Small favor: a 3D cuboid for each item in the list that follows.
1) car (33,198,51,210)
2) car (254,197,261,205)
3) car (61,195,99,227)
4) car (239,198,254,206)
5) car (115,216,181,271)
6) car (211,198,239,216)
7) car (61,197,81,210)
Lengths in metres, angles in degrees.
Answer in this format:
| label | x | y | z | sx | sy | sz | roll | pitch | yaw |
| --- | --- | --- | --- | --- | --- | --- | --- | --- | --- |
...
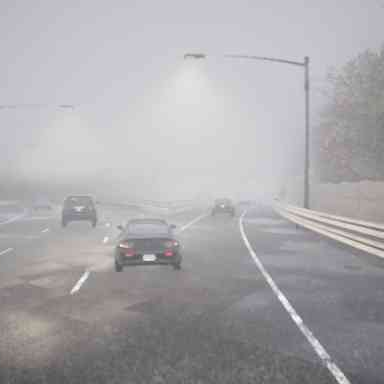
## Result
| label | x | y | z | sx | sy | sz | roll | pitch | yaw |
| --- | --- | --- | --- | --- | --- | --- | --- | --- | --- |
| car | -19.129 | 1.479 | 42.467 | 2.033 | 1.411 | 5.357 | 0 | 0 | -28 |
| car | 13.706 | 2.260 | 73.656 | 1.837 | 1.490 | 4.892 | 0 | -3 | 16 |
| car | -7.666 | 1.187 | 23.003 | 2.150 | 2.045 | 5.566 | 0 | 0 | -15 |
| car | 8.361 | 1.624 | 53.256 | 1.895 | 1.301 | 4.718 | 0 | -1 | 15 |
| car | -1.451 | 1.512 | 10.788 | 1.812 | 1.442 | 4.674 | 0 | 0 | -9 |
| car | 3.122 | 1.319 | 31.836 | 2.097 | 1.767 | 4.553 | 0 | 0 | 10 |
| car | -15.878 | 1.411 | 43.644 | 1.882 | 1.535 | 5.008 | 0 | 0 | -27 |
